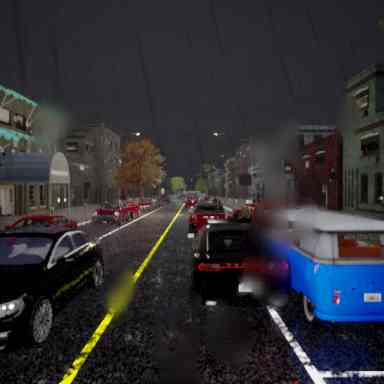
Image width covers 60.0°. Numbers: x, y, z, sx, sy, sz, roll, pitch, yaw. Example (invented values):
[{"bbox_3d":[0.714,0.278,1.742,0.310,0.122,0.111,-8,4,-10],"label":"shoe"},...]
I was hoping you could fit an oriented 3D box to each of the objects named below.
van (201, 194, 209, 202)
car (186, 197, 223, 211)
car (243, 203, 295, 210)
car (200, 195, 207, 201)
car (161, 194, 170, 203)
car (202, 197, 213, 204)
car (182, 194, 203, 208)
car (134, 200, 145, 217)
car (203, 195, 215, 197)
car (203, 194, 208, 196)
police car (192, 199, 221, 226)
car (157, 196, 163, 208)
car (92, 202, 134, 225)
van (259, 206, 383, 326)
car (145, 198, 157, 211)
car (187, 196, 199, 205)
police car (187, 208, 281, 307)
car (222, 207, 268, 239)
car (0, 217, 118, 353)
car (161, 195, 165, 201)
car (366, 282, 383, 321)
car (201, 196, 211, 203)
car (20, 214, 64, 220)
[{"bbox_3d":[2.833,1.314,73.396,1.690,1.788,3.998,-1,0,0],"label":"van"},{"bbox_3d":[0.873,1.346,18.056,2.097,1.767,4.553,0,0,-1],"label":"car"},{"bbox_3d":[2.710,1.311,12.365,2.192,1.841,5.009,-1,0,0],"label":"car"},{"bbox_3d":[2.857,1.493,84.663,1.752,1.417,4.829,-1,0,0],"label":"car"},{"bbox_3d":[-5.559,1.290,67.863,2.192,1.841,5.009,-1,0,0],"label":"car"},{"bbox_3d":[2.813,1.560,62.300,1.802,1.307,4.206,-1,0,0],"label":"car"},{"bbox_3d":[0.123,1.336,46.685,2.097,1.767,4.553,0,0,1],"label":"car"},{"bbox_3d":[-5.635,1.535,29.025,1.887,1.381,4.507,-1,0,0],"label":"car"},{"bbox_3d":[2.780,1.509,45.824,1.752,1.417,4.829,-1,0,0],"label":"car"},{"bbox_3d":[2.788,1.297,51.204,2.192,1.841,5.009,-1,0,0],"label":"car"},{"bbox_3d":[0.948,1.417,24.209,1.930,1.638,5.238,0,0,0],"label":"police car"},{"bbox_3d":[-5.602,1.535,45.669,2.008,1.369,4.403,-1,0,0],"label":"car"},{"bbox_3d":[-5.647,1.432,23.476,1.967,1.590,4.097,-1,0,0],"label":"car"},{"bbox_3d":[2.699,1.339,6.816,1.690,1.788,3.998,-1,0,0],"label":"van"},{"bbox_3d":[-5.612,1.568,40.121,1.802,1.307,4.206,-1,0,0],"label":"car"},{"bbox_3d":[0.122,1.526,60.096,2.033,1.411,5.357,0,0,0],"label":"car"},{"bbox_3d":[0.916,1.423,8.208,1.930,1.638,5.238,0,0,0],"label":"police car"},{"bbox_3d":[2.723,1.576,17.913,1.802,1.307,4.206,-1,0,0],"label":"car"},{"bbox_3d":[-3.088,1.489,6.373,2.128,1.511,4.902,0,0,0],"label":"car"},{"bbox_3d":[-5.590,1.564,51.218,1.802,1.307,4.206,-1,0,0],"label":"car"},{"bbox_3d":[2.690,1.582,1.268,1.802,1.307,4.206,-1,0,0],"label":"car"},{"bbox_3d":[2.824,1.501,68.018,1.752,1.417,4.829,-1,0,0],"label":"car"},{"bbox_3d":[-5.668,1.541,12.380,1.887,1.381,4.507,-1,0,0],"label":"car"}]
